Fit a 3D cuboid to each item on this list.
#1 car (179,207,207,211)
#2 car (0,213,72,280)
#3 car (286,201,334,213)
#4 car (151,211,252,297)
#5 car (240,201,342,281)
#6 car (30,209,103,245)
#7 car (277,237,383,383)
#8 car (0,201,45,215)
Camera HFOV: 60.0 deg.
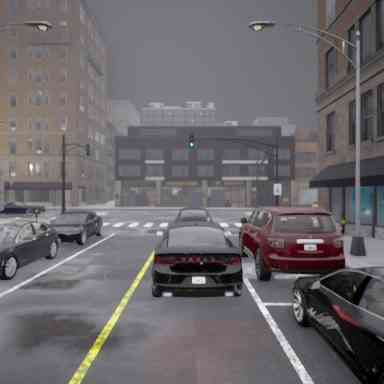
[{"bbox_3d":[0.056,1.500,16.325,1.837,1.490,4.892,0,0,-1],"label":"car"},{"bbox_3d":[-5.398,1.547,9.770,2.008,1.369,4.403,0,0,0],"label":"car"},{"bbox_3d":[13.344,1.664,37.782,4.718,1.301,1.895,0,0,0],"label":"car"},{"bbox_3d":[0.065,1.475,8.602,1.882,1.535,5.008,0,0,-1],"label":"car"},{"bbox_3d":[2.627,1.312,9.777,2.192,1.841,5.009,0,0,0],"label":"car"},{"bbox_3d":[-5.403,1.561,15.432,1.947,1.339,4.313,0,0,0],"label":"car"},{"bbox_3d":[2.632,1.564,4.115,1.947,1.339,4.313,0,0,0],"label":"car"},{"bbox_3d":[-16.195,1.520,30.920,4.718,1.301,1.895,0,0,0],"label":"car"}]
